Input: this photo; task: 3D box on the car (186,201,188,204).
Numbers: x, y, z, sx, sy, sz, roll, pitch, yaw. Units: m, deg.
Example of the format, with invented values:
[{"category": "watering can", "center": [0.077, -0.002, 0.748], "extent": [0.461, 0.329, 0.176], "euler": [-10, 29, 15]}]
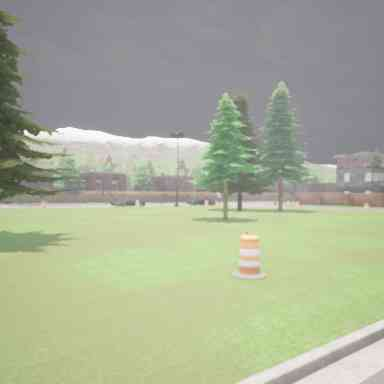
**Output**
[{"category": "car", "center": [1.335, 1.883, 66.064], "extent": [4.892, 1.490, 1.837], "euler": [1, -1, -10]}]

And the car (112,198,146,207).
[{"category": "car", "center": [-10.051, 1.719, 55.195], "extent": [4.902, 1.511, 2.128], "euler": [1, 0, -36]}]

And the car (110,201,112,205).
[{"category": "car", "center": [-12.127, 1.791, 58.015], "extent": [4.181, 1.385, 1.994], "euler": [1, 0, -36]}]

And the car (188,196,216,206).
[{"category": "car", "center": [2.087, 1.712, 62.649], "extent": [4.553, 1.767, 2.097], "euler": [0, 0, -10]}]
